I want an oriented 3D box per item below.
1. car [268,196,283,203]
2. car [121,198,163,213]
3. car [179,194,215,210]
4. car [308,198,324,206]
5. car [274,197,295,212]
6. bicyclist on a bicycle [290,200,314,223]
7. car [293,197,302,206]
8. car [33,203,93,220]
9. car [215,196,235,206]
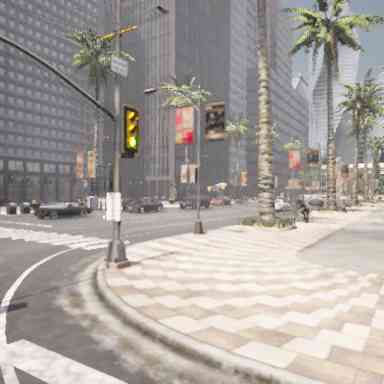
[{"bbox_3d":[20.815,1.797,83.204,2.231,1.521,4.892,0,0,32],"label":"car"},{"bbox_3d":[-5.170,1.528,36.747,1.837,1.490,4.892,0,0,33],"label":"car"},{"bbox_3d":[0.469,1.306,45.472,2.150,2.045,5.566,0,0,33],"label":"car"},{"bbox_3d":[22.420,1.853,60.064,1.994,1.385,4.181,0,0,32],"label":"car"},{"bbox_3d":[11.124,1.692,42.248,1.812,1.442,4.674,0,0,33],"label":"car"},{"bbox_3d":[7.846,1.408,23.749,1.656,1.620,0.582,0,0,33],"label":"bicyclist on a bicycle"},{"bbox_3d":[19.243,1.757,61.583,2.128,1.511,4.902,0,0,32],"label":"car"},{"bbox_3d":[-10.797,1.562,28.020,1.895,1.301,4.718,0,0,33],"label":"car"},{"bbox_3d":[5.160,1.499,58.349,2.185,1.767,4.553,0,0,32],"label":"car"}]
